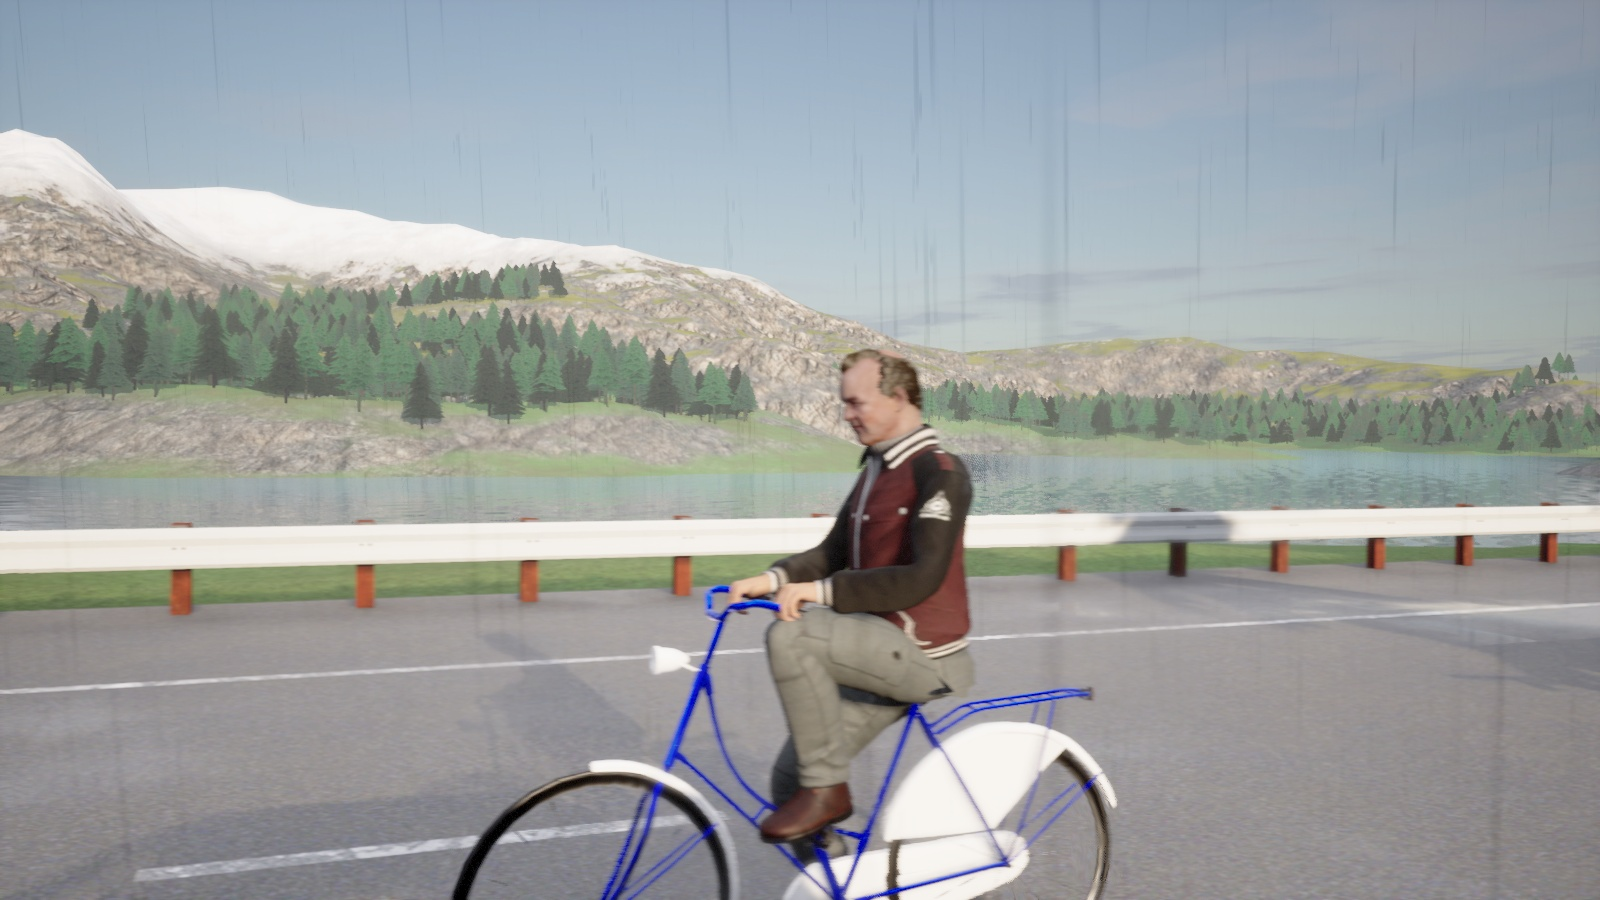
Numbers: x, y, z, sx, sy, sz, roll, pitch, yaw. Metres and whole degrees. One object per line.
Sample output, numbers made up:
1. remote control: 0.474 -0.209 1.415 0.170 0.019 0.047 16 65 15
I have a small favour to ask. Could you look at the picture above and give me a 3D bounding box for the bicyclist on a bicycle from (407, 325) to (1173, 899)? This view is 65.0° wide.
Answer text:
1. bicyclist on a bicycle: -0.016 0.616 3.231 1.843 1.776 0.659 -1 1 -21
